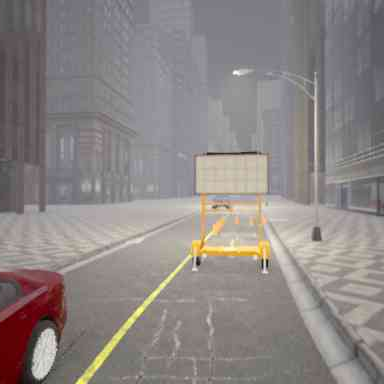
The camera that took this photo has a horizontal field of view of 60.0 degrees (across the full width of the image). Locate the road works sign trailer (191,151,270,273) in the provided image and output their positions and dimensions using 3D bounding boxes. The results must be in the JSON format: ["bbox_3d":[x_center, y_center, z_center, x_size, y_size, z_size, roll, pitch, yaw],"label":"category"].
[{"bbox_3d":[1.293,0.492,10.883,2.380,3.560,2.880,0,0,10],"label":"road works sign trailer"}]

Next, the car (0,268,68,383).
[{"bbox_3d":[-2.796,1.484,2.595,1.882,1.535,5.008,0,0,5],"label":"car"}]

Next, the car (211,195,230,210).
[{"bbox_3d":[3.913,1.279,44.616,2.150,2.045,5.566,0,0,10],"label":"car"}]
